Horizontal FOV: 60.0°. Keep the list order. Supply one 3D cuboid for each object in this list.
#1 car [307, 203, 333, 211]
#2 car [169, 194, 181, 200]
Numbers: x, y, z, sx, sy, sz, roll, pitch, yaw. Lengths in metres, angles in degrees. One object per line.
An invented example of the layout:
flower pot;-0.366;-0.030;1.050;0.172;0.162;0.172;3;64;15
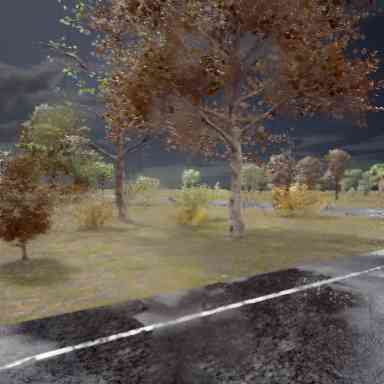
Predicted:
car;14.373;1.504;39.187;1.994;1.385;4.181;0;1;-35
car;-2.705;1.148;63.479;1.994;1.385;4.181;0;1;-35
